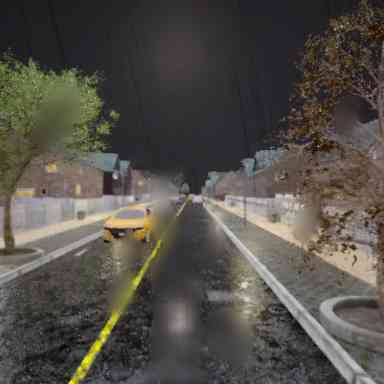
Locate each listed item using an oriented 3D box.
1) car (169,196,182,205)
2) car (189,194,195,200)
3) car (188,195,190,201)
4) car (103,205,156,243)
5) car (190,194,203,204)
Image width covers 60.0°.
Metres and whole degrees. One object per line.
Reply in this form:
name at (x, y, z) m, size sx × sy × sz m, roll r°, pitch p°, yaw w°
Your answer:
car at (-2.800, 1.436, 56.729) m, size 1.812 × 1.442 × 4.674 m, roll 0°, pitch 0°, yaw 1°
car at (0.006, 1.323, 92.425) m, size 1.837 × 1.490 × 4.892 m, roll 0°, pitch 0°, yaw 0°
car at (0.005, 1.286, 77.326) m, size 1.882 × 1.535 × 5.008 m, roll 0°, pitch 0°, yaw 0°
car at (-2.848, 1.441, 15.982) m, size 1.882 × 1.535 × 5.008 m, roll 0°, pitch 0°, yaw 0°
car at (0.967, 1.435, 58.639) m, size 1.812 × 1.442 × 4.674 m, roll 0°, pitch 0°, yaw 0°
